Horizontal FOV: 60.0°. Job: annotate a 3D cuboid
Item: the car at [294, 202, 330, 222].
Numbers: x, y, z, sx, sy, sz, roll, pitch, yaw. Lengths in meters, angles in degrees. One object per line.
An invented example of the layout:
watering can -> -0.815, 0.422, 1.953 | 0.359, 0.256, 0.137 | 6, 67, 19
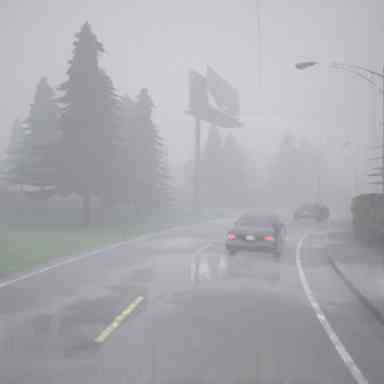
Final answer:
car -> 9.421, 1.476, 26.019 | 1.994, 1.385, 4.181 | 0, 1, 33

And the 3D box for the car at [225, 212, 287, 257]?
car -> 2.612, 1.496, 12.923 | 2.033, 1.411, 5.357 | 0, 0, 18
